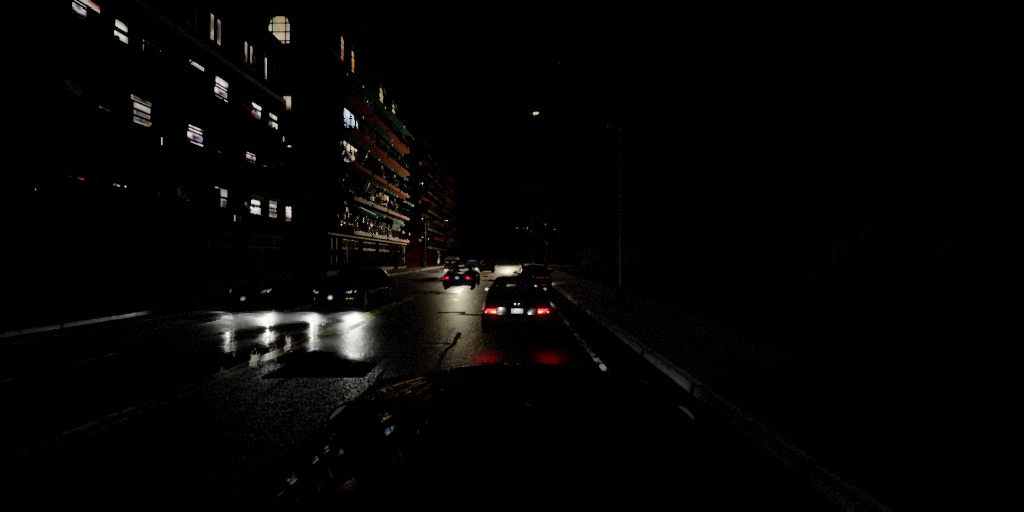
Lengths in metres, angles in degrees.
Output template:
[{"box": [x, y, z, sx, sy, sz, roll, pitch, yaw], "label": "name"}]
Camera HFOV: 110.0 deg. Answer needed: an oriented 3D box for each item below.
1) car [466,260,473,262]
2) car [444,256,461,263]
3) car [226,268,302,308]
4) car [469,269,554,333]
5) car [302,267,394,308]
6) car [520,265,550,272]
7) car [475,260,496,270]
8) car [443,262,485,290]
[{"box": [-6.479, 1.317, 58.624, 1.994, 1.385, 4.181, 0, 0, 0], "label": "car"}, {"box": [-9.727, 0.977, 59.009, 2.150, 2.045, 5.566, 0, 0, 0], "label": "car"}, {"box": [-9.812, 1.278, 15.399, 1.812, 1.442, 4.674, 0, 0, 0], "label": "car"}, {"box": [0.118, 1.299, 10.663, 2.033, 1.411, 5.357, 0, 0, 0], "label": "car"}, {"box": [-6.576, 1.257, 15.395, 1.837, 1.490, 4.892, 0, 0, 0], "label": "car"}, {"box": [1.171, 1.258, 20.351, 1.837, 1.490, 4.892, 0, 0, 0], "label": "car"}, {"box": [-3.070, 1.243, 44.304, 2.128, 1.511, 4.902, 0, 0, 0], "label": "car"}, {"box": [-3.105, 1.300, 22.684, 2.033, 1.411, 5.357, 0, 0, 0], "label": "car"}]
